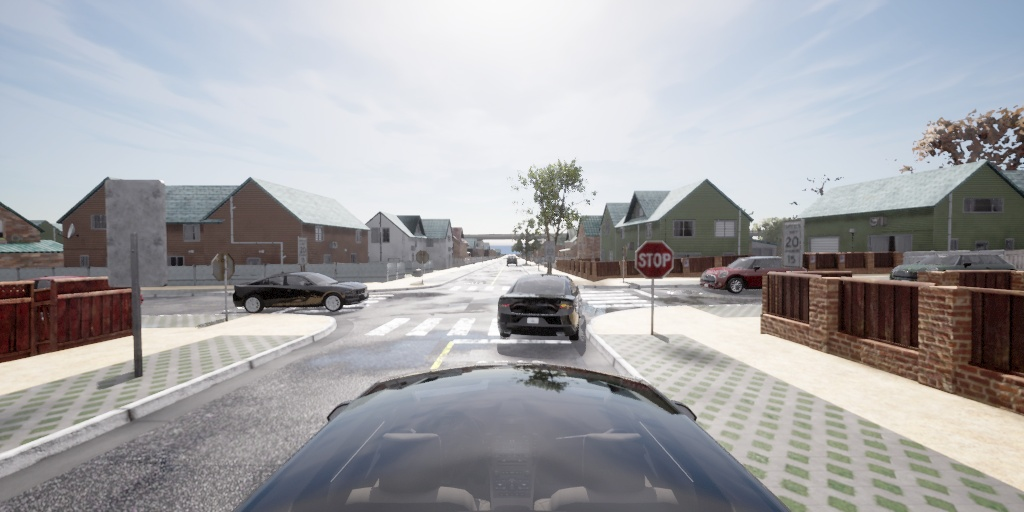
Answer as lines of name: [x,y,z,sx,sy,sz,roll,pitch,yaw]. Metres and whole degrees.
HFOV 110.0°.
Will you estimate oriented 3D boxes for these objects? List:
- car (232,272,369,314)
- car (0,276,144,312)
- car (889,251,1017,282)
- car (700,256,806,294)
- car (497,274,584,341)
car: [-8.467,1.383,14.597,5.008,1.535,1.882,-1,2,0]
car: [-18.019,1.553,14.536,5.008,1.535,1.882,-1,2,0]
car: [21.704,0.653,17.749,4.553,1.767,2.097,-1,2,0]
car: [11.809,0.828,17.679,4.553,1.767,2.097,-1,2,0]
car: [0.959,1.228,10.070,1.882,1.535,5.008,0,0,12]
